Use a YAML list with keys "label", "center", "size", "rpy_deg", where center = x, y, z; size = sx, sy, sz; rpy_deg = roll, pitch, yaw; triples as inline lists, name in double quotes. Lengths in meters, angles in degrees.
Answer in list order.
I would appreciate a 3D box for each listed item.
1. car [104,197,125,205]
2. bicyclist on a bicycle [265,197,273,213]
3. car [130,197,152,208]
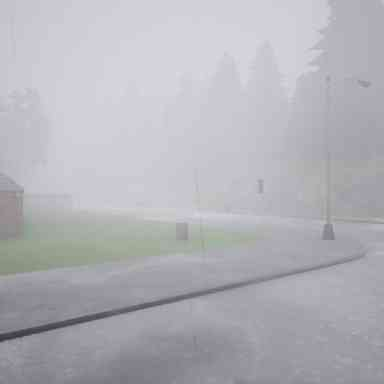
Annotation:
- label: "car"
  center: [-13.313, 1.547, 57.157]
  size: [2.033, 1.411, 5.357]
  rpy_deg: [0, 0, -35]
- label: "bicyclist on a bicycle"
  center: [7.935, 1.349, 34.655]
  size: [1.656, 1.620, 0.582]
  rpy_deg: [0, 0, -36]
- label: "car"
  center: [-7.566, 1.526, 49.157]
  size: [1.812, 1.442, 4.674]
  rpy_deg: [0, 0, -35]
